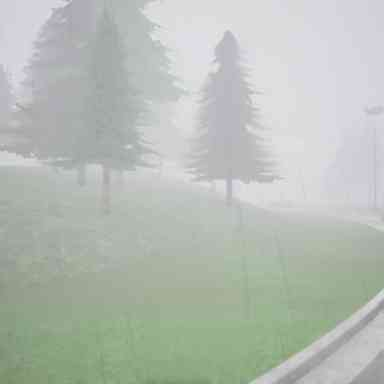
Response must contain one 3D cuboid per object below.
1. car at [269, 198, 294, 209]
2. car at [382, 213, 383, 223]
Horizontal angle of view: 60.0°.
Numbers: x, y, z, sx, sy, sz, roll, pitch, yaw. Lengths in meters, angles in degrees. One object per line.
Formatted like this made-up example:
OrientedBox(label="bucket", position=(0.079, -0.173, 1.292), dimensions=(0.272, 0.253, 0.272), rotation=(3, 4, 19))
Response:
OrientedBox(label="car", position=(12.924, 1.682, 48.279), dimensions=(2.128, 1.511, 4.902), rotation=(0, 0, -14))
OrientedBox(label="car", position=(14.491, 1.562, 22.482), dimensions=(1.812, 1.442, 4.674), rotation=(0, 0, 12))
